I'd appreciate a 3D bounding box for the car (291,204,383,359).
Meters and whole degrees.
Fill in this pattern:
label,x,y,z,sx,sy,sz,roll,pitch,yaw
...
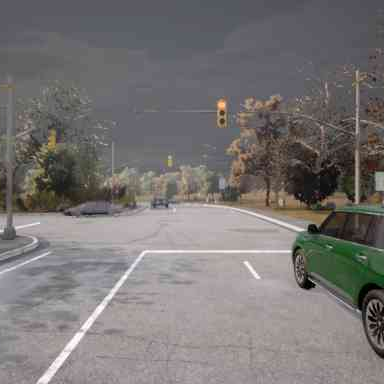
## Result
label,x,y,z,sx,sy,sz,roll,pitch,yaw
car,3.582,1.221,6.066,2.150,2.045,5.566,0,0,0

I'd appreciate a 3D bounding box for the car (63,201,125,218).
label,x,y,z,sx,sy,sz,roll,pitch,yaw
car,-8.984,1.568,30.579,5.357,1.411,2.033,0,0,-27

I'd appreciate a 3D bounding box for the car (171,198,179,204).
label,x,y,z,sx,sy,sz,roll,pitch,yaw
car,-4.656,2.359,82.987,2.128,1.511,4.902,0,-1,-22

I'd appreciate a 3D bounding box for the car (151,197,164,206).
label,x,y,z,sx,sy,sz,roll,pitch,yaw
car,-6.972,1.853,66.283,2.097,1.767,4.553,0,-1,-11

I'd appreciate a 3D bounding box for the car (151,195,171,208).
label,x,y,z,sx,sy,sz,roll,pitch,yaw
car,-4.693,1.393,50.334,2.150,2.045,5.566,0,-1,-5
